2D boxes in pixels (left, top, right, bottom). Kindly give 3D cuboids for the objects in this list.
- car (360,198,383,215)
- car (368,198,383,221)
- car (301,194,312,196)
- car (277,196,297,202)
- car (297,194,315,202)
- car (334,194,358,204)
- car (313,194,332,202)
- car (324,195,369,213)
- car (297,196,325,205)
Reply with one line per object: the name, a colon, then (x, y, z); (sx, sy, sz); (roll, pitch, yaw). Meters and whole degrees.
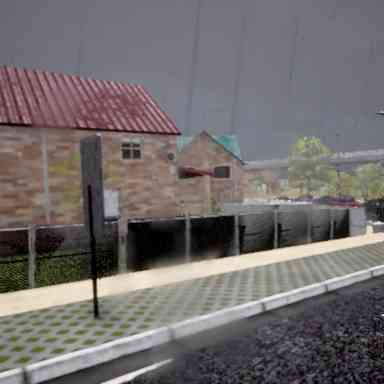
car: (18.908, 1.373, 33.111); (1.837, 1.490, 4.892); (-2, 0, 1)
car: (15.579, 1.477, 24.551); (2.128, 1.511, 4.902); (-2, 0, 0)
car: (19.219, 1.466, 57.463); (2.033, 1.411, 5.357); (-2, 0, 1)
car: (15.963, 1.558, 57.424); (1.837, 1.490, 4.892); (-2, -1, 1)
car: (22.542, 1.201, 65.841); (1.837, 1.490, 4.892); (-2, 0, 1)
car: (25.704, 1.174, 55.798); (1.812, 1.442, 4.674); (-2, 0, 1)
car: (25.793, 1.163, 65.841); (1.895, 1.301, 4.718); (-2, 0, 1)
car: (15.661, 1.354, 33.766); (2.097, 1.767, 4.553); (-2, 0, 1)
car: (15.772, 1.622, 43.709); (1.895, 1.301, 4.718); (-2, 0, 1)
